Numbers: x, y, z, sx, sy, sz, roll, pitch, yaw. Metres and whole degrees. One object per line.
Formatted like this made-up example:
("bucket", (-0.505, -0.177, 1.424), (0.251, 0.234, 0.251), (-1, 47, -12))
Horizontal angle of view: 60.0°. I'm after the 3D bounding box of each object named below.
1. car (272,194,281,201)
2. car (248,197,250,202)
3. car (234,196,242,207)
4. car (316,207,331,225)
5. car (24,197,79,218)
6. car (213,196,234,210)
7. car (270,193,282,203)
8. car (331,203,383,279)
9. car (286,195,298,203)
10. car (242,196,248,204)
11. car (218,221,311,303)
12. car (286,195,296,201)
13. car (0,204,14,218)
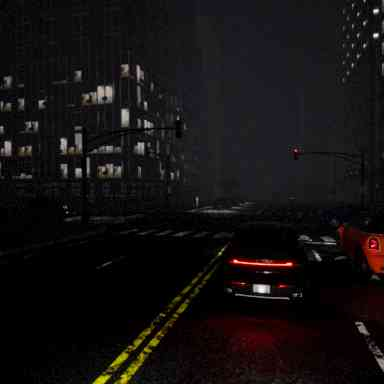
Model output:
("car", (20.398, 1.235, 80.329), (1.882, 1.535, 5.008), (0, 0, 14))
("car", (11.155, 1.496, 70.504), (1.994, 1.385, 4.181), (0, 0, 14))
("car", (6.253, 1.471, 51.857), (1.837, 1.490, 4.892), (0, 0, 14))
("car", (11.030, 1.551, 22.388), (5.008, 1.535, 1.882), (1, 1, 15))
("car", (-12.085, 1.214, 28.758), (4.553, 1.767, 2.097), (0, 1, 15))
("car", (3.943, 1.501, 42.880), (1.812, 1.442, 4.674), (0, 0, 14))
("car", (17.808, 1.157, 70.269), (2.150, 2.045, 5.566), (0, 0, 14))
("car", (5.734, 1.347, 9.962), (2.097, 1.767, 4.553), (0, 0, 15))
("car", (20.976, 1.463, 69.517), (2.128, 1.511, 4.902), (0, 0, 14))
("car", (8.595, 1.481, 60.849), (1.812, 1.442, 4.674), (0, 0, 15))
("car", (1.862, 1.501, 8.362), (1.837, 1.490, 4.892), (0, 0, 14))
("car", (23.546, 1.465, 79.517), (2.033, 1.411, 5.357), (0, 0, 14))
("car", (-16.744, 1.434, 27.237), (4.313, 1.339, 1.947), (1, 1, 16))
